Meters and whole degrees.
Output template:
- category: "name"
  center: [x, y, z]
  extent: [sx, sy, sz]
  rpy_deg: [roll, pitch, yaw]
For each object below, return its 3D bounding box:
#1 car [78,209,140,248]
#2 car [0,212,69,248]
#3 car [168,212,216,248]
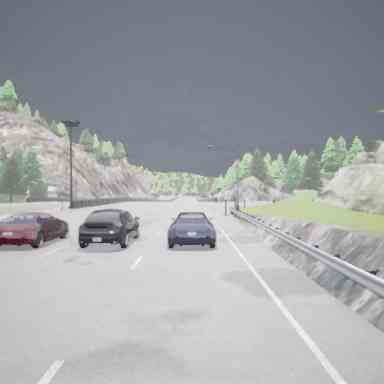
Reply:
- category: "car"
  center: [-3.507, 1.508, 14.685]
  extent: [1.837, 1.490, 4.892]
  rpy_deg: [0, 0, 0]
- category: "car"
  center: [-7.007, 1.564, 14.676]
  extent: [1.994, 1.385, 4.181]
  rpy_deg: [0, 0, 0]
- category: "car"
  center: [-0.007, 1.564, 14.695]
  extent: [1.994, 1.385, 4.181]
  rpy_deg: [0, 0, 0]
